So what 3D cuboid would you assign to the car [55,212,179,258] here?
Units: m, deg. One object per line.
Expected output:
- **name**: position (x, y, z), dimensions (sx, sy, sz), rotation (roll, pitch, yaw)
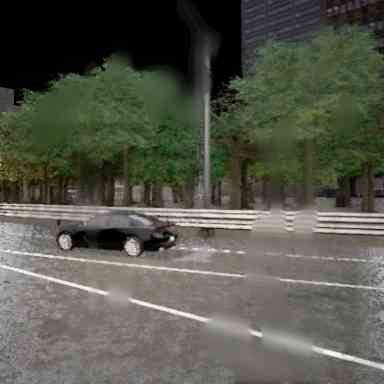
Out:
- **car**: position (-2.951, 1.496, 12.779), dimensions (5.008, 1.535, 1.882), rotation (0, 0, 24)
